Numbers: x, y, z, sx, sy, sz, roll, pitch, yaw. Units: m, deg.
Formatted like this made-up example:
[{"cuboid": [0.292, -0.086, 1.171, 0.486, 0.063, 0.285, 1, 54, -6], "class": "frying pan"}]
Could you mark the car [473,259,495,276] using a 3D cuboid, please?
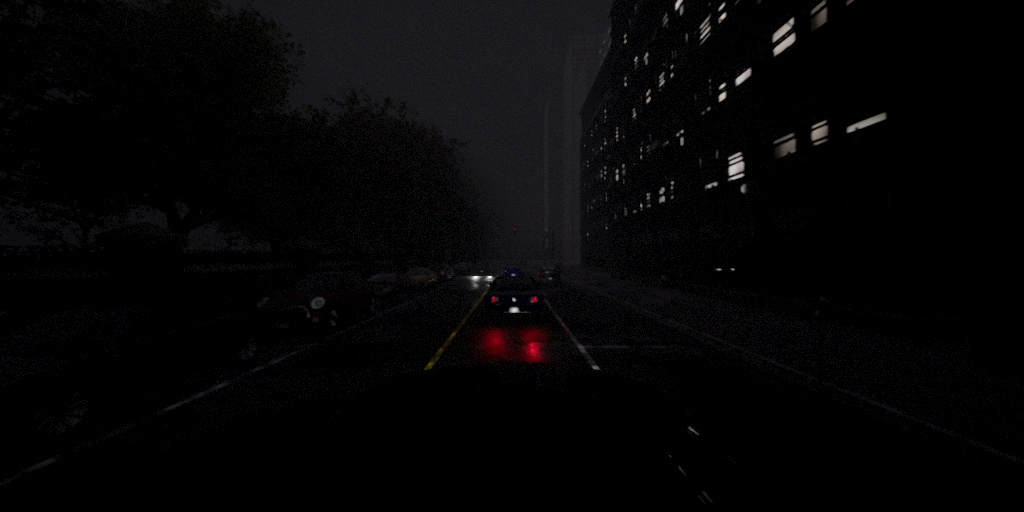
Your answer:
[{"cuboid": [-3.078, 1.327, 38.978, 1.837, 1.490, 4.892, 0, 0, 0], "class": "car"}]

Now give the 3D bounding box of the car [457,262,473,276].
[{"cuboid": [-5.759, 1.372, 38.543, 2.007, 1.370, 4.403, 0, 0, 0], "class": "car"}]

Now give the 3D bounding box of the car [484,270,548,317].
[{"cuboid": [0.084, 1.371, 13.251, 1.895, 1.301, 4.718, 0, 0, 0], "class": "car"}]

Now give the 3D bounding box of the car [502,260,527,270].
[{"cuboid": [0.096, 1.330, 30.623, 1.812, 1.442, 4.674, 0, 0, 0], "class": "car"}]

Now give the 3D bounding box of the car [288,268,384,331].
[{"cuboid": [-5.689, 1.206, 10.851, 1.967, 1.591, 4.097, 0, 0, 0], "class": "car"}]

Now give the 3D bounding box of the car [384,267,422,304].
[{"cuboid": [-5.687, 1.358, 16.390, 1.802, 1.307, 4.207, 0, 0, 0], "class": "car"}]

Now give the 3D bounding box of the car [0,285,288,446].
[{"cuboid": [-5.691, 1.322, 5.313, 1.948, 1.339, 4.313, 0, 0, 0], "class": "car"}]

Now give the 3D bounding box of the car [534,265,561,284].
[{"cuboid": [2.695, 1.349, 27.467, 2.007, 1.370, 4.403, 0, 0, 0], "class": "car"}]

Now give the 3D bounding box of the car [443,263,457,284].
[{"cuboid": [-5.685, 1.238, 27.468, 1.967, 1.591, 4.097, 0, 0, 0], "class": "car"}]

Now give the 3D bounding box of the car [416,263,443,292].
[{"cuboid": [-5.686, 1.312, 21.758, 1.751, 1.417, 4.829, 0, 0, 0], "class": "car"}]
